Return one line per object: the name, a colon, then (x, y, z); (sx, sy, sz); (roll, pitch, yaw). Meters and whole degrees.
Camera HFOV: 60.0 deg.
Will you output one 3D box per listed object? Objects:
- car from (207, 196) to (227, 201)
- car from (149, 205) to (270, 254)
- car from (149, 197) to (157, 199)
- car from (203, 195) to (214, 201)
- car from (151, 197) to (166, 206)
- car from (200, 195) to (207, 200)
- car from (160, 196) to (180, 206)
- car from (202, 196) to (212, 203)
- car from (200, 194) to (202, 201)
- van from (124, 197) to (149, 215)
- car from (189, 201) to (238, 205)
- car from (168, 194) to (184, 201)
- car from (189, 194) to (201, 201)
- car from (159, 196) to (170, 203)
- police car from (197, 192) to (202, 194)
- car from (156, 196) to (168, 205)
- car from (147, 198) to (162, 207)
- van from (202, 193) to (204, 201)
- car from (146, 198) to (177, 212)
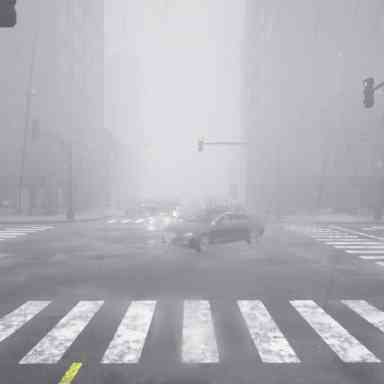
car: (2.828, 1.442, 33.392); (1.967, 1.590, 4.097); (0, 0, 0)
car: (0.969, 1.494, 13.672); (4.902, 1.511, 2.128); (0, 0, -41)
car: (-5.670, 1.442, 39.100); (1.967, 1.590, 4.097); (0, 0, 0)
car: (2.883, 1.443, 44.730); (1.967, 1.590, 4.097); (0, 0, 0)
car: (-5.586, 1.568, 56.105); (1.947, 1.339, 4.313); (0, 0, 0)
car: (3.108, 1.557, 90.084); (1.947, 1.339, 4.313); (0, 0, 0)
car: (-2.890, 1.603, 43.189); (1.895, 1.301, 4.718); (0, 0, 1)
car: (2.996, 1.551, 67.407); (2.008, 1.369, 4.403); (0, 0, 0)
car: (2.968, 1.527, 61.907); (1.752, 1.417, 4.829); (0, 0, 0)
van: (-5.698, 1.343, 33.431); (1.690, 1.788, 3.998); (0, 0, 0)
car: (2.579, 1.548, 22.902); (5.357, 1.411, 2.033); (0, 0, 32)
car: (-2.829, 1.550, 53.879); (2.033, 1.411, 5.357); (0, 0, 1)
car: (0.311, 1.527, 63.797); (1.812, 1.442, 4.674); (0, 0, 0)
car: (-5.530, 1.566, 67.441); (1.947, 1.339, 4.313); (0, 0, 0)
police car: (2.754, 1.421, 79.498); (1.930, 1.638, 5.238); (0, 0, 0)
car: (-5.559, 1.527, 61.603); (1.752, 1.417, 4.829); (0, 0, 0)
car: (-5.614, 1.585, 50.436); (1.802, 1.307, 4.206); (0, 0, 0)
van: (2.939, 1.343, 56.068); (1.690, 1.788, 3.998); (0, 0, 0)
car: (-2.940, 1.602, 33.206); (1.895, 1.301, 4.718); (0, 0, 3)
